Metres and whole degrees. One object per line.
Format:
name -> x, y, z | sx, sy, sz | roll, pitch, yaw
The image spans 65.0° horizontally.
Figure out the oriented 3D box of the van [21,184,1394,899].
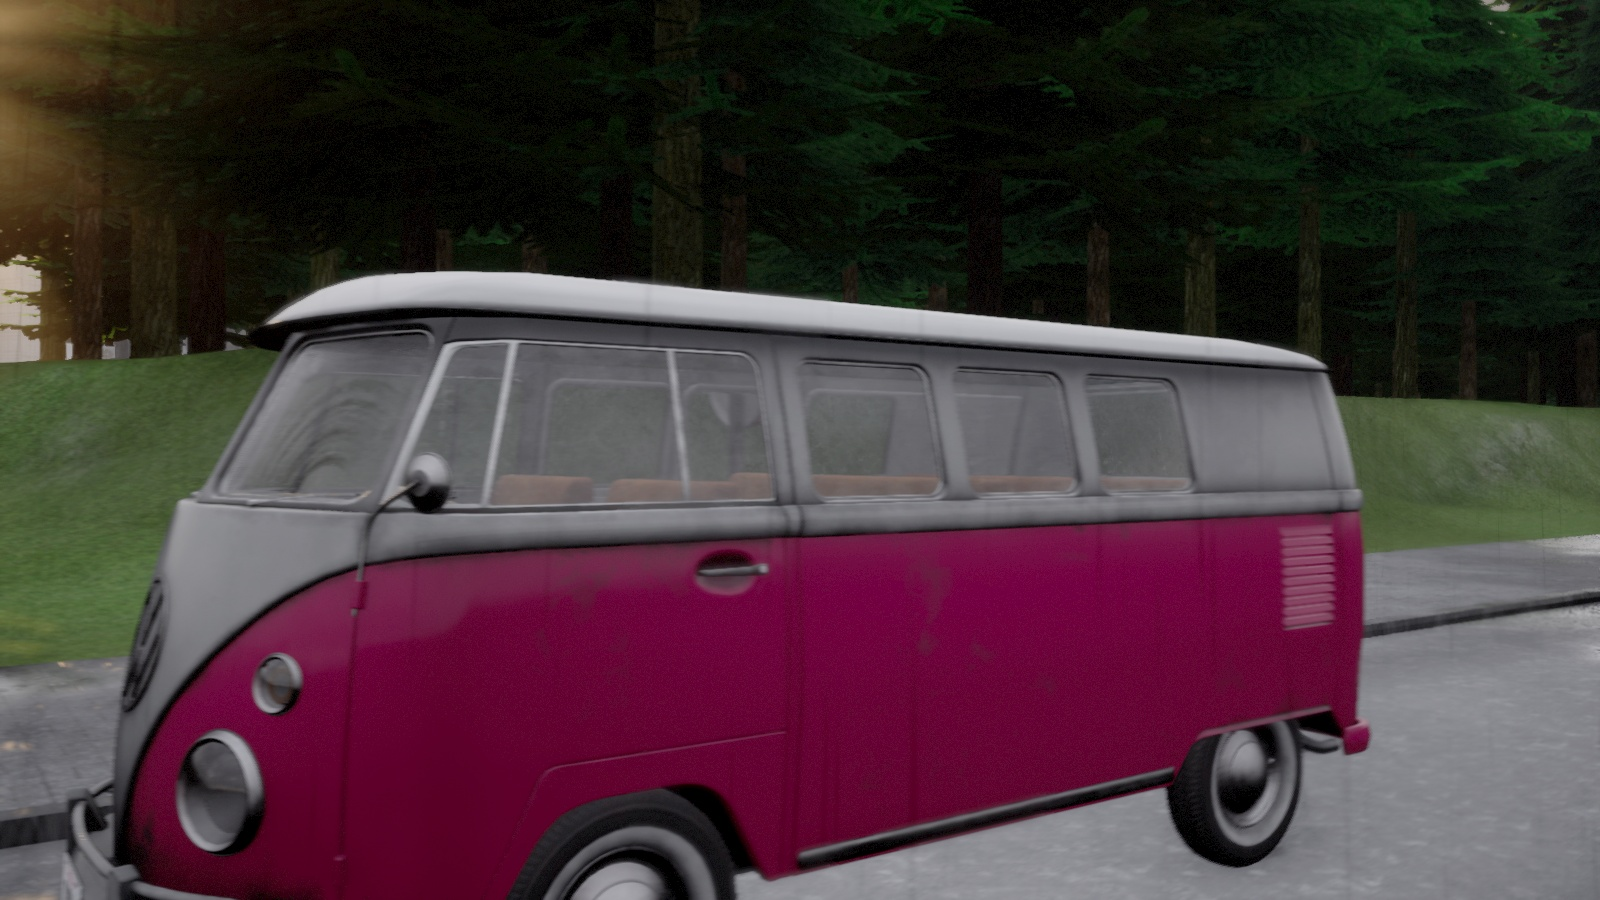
van -> 0.001, 0.509, 4.323 | 4.442, 1.987, 1.775 | 0, 0, -36
